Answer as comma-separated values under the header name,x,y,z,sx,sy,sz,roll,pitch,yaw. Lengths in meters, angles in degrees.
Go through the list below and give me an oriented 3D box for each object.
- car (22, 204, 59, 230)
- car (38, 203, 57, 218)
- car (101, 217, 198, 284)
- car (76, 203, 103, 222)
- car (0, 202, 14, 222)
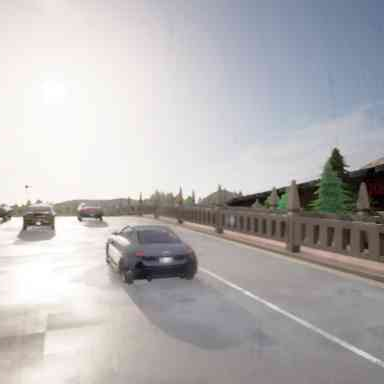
name,x,y,z,sx,sy,sz,roll,pitch,yaw
car,-9.744,1.549,21.436,1.837,1.490,4.892,1,0,-22
car,-16.236,2.094,37.576,1.882,1.535,5.008,1,-4,-22
car,-1.379,1.638,9.991,1.994,1.385,4.181,1,-1,-22
car,-8.755,1.663,28.361,2.128,1.511,4.902,1,-2,-22
car,-15.657,1.555,26.765,2.128,1.511,4.902,1,-2,-22
